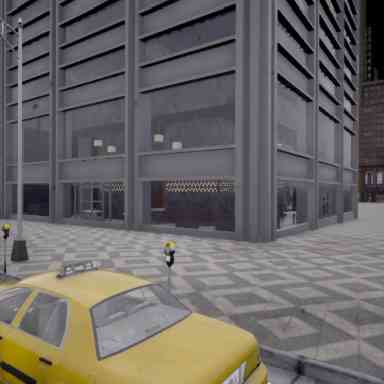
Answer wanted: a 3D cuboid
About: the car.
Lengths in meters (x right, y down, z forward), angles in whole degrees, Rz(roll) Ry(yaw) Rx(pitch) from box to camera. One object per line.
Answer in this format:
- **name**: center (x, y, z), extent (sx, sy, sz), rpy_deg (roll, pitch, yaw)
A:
- **car**: center (-1.558, 1.525, 4.063), extent (4.829, 1.417, 1.752), rpy_deg (0, 0, 35)
